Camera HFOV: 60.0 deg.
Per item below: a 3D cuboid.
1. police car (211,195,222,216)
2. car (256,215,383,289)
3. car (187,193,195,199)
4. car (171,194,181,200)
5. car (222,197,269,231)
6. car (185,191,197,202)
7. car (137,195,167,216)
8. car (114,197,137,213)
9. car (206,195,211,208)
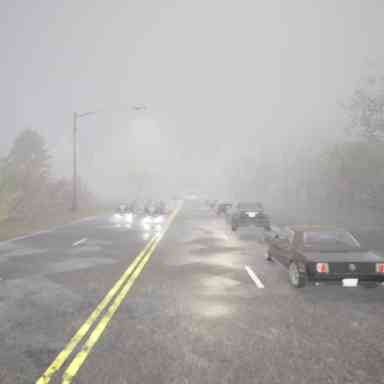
[{"bbox_3d":[3.176,1.261,31.117,1.930,1.638,5.238,0,0,0],"label":"police car"},{"bbox_3d":[3.242,1.557,9.031,1.895,1.301,4.718,0,1,0],"label":"car"},{"bbox_3d":[-0.244,0.914,84.317,2.033,1.411,5.357,0,0,0],"label":"car"},{"bbox_3d":[-3.459,1.107,72.531,1.895,1.301,4.718,0,0,0],"label":"car"},{"bbox_3d":[3.209,1.252,19.972,2.097,1.767,4.553,0,0,0],"label":"car"},{"bbox_3d":[-0.179,0.869,63.641,2.150,2.045,5.566,0,0,0],"label":"car"},{"bbox_3d":[-3.424,1.339,30.909,2.128,1.511,4.902,0,0,0],"label":"car"},{"bbox_3d":[-6.680,1.320,34.334,2.128,1.511,4.902,0,0,0],"label":"car"},{"bbox_3d":[3.138,1.302,42.012,1.812,1.442,4.674,0,0,0],"label":"car"}]
